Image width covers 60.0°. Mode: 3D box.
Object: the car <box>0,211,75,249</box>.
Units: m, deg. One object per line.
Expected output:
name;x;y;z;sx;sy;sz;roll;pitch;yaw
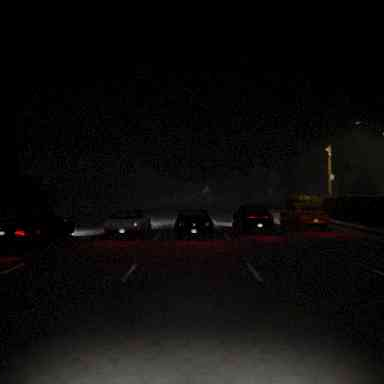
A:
car;-6.899;1.555;14.609;2.033;1.411;5.357;0;0;0

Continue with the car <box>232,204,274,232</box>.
car;3.601;1.516;20.021;1.837;1.490;4.892;0;0;0

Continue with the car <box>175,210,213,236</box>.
car;0.101;1.611;18.370;1.895;1.301;4.718;0;0;0

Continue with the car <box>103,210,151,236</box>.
car;-3.399;1.611;18.370;1.895;1.301;4.718;0;0;0

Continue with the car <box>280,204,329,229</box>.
car;7.101;1.489;21.500;1.882;1.535;5.008;0;0;0
